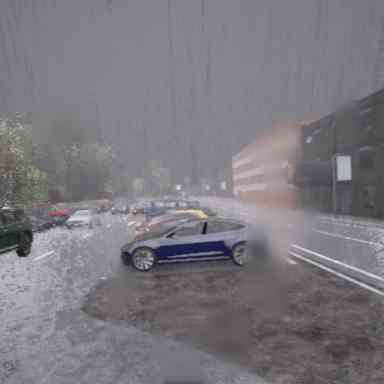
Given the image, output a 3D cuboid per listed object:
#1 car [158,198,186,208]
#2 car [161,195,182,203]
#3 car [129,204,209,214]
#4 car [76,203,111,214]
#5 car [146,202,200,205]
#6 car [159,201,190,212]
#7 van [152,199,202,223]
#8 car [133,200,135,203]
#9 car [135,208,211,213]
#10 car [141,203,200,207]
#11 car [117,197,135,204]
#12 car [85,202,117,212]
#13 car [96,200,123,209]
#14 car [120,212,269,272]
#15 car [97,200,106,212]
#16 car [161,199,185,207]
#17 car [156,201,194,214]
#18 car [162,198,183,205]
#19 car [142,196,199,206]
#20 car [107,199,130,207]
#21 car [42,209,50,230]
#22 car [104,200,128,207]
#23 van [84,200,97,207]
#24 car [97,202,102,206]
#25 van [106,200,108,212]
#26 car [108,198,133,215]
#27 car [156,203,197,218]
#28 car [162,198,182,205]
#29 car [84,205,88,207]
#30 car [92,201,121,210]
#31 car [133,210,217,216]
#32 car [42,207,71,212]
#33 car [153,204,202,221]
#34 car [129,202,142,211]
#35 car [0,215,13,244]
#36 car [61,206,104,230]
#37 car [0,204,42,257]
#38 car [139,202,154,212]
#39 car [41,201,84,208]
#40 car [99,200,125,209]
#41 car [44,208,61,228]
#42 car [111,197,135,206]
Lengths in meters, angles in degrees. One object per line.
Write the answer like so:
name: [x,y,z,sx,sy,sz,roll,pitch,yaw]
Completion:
car: [-3.853,2.114,64.539,5.366,1.575,1.946,-2,0,-4]
car: [-5.439,1.873,89.922,5.566,2.045,2.435,-2,0,-4]
car: [-0.680,1.743,19.420,5.366,1.575,1.946,-2,-1,-4]
car: [-15.404,2.551,52.330,4.892,1.521,2.231,-2,0,-4]
car: [-0.894,1.845,25.070,5.008,1.535,2.097,-2,-1,-4]
car: [-2.674,2.136,50.458,4.674,1.452,2.002,-2,0,-4]
van: [-1.408,1.729,30.702,4.442,1.987,1.878,-2,-1,-4]
car: [-17.594,2.579,83.312,4.892,1.521,2.231,-2,0,-4]
car: [-0.299,1.727,16.614,4.674,1.452,2.002,-2,-1,-4]
car: [-0.687,1.792,22.253,5.008,1.535,2.097,-2,-1,-4]
car: [-18.128,2.439,91.776,4.553,1.767,2.185,-2,-1,-4]
car: [-15.790,2.555,57.839,5.008,1.535,2.097,-2,0,-4]
car: [-16.386,2.563,66.289,5.008,1.535,2.097,-2,0,-4]
car: [0.069,1.613,10.975,4.792,1.488,2.163,-2,-1,-4]
car: [-14.966,2.417,46.575,4.553,1.767,2.185,-2,0,-4]
car: [-3.863,2.153,67.371,4.674,1.452,2.002,-2,0,-4]
car: [-2.270,2.090,44.821,5.008,1.535,2.097,-2,0,-4]
car: [-4.465,2.162,75.827,4.674,1.452,2.002,-2,0,-4]
car: [-1.068,1.645,27.895,5.566,2.045,2.435,-2,-1,-4]
car: [-17.182,2.576,77.681,4.892,1.521,2.231,-2,0,-4]
car: [-13.431,2.297,24.143,4.892,1.521,2.231,-2,-1,-4]
car: [-16.982,2.572,74.864,5.008,1.535,2.097,-2,0,-4]
van: [-14.495,2.309,41.071,4.442,1.987,1.878,-2,0,-4]
car: [-14.834,2.572,43.880,4.792,1.488,2.163,-2,0,-4]
van: [-15.325,2.325,49.504,4.442,1.987,1.878,-2,0,-4]
car: [-10.135,2.253,47.330,2.097,1.767,4.553,-2,0,-4]
car: [-1.878,2.120,39.175,4.674,1.452,2.002,-2,0,-4]
car: [-4.658,2.164,78.646,4.674,1.452,2.002,-2,0,-4]
car: [-14.197,2.500,35.296,5.008,1.535,2.097,-2,-1,-4]
car: [-16.178,2.560,63.473,5.008,1.535,2.097,-2,0,-4]
car: [-0.101,1.675,13.796,4.674,1.452,2.002,-2,-1,-4]
car: [-13.778,2.426,29.654,4.792,1.488,2.163,-2,-1,-4]
car: [-1.482,2.043,33.524,4.674,1.452,2.002,-2,-1,-4]
car: [-6.558,2.368,43.210,1.895,1.301,4.718,-2,0,-4]
car: [-13.018,2.188,18.387,5.008,1.535,2.097,-2,-1,-4]
car: [-8.815,2.220,27.235,1.812,1.442,4.674,-2,-1,-4]
car: [-7.796,1.631,12.156,2.150,2.045,5.566,-2,0,-4]
car: [-7.297,2.342,53.343,1.994,1.385,4.181,-2,0,-4]
car: [-13.986,2.198,32.474,5.566,2.045,2.435,-2,-1,-4]
car: [-16.617,2.597,69.228,4.792,1.488,2.163,-2,0,-4]
car: [-13.582,2.374,26.837,4.792,1.488,2.163,-2,-1,-4]
car: [-17.759,2.325,86.008,5.566,2.045,2.435,-2,0,-4]
